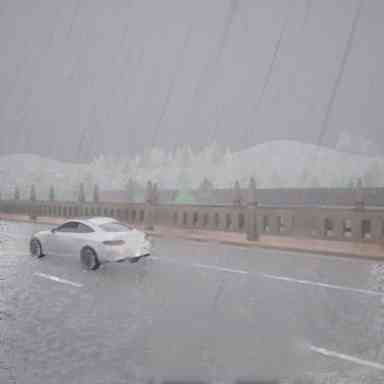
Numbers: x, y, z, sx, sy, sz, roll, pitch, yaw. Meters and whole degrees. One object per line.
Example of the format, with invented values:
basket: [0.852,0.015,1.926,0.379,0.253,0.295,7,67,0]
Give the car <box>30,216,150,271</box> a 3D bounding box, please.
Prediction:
car: [-3.413,1.528,10.864,4.674,1.442,1.812,0,0,37]
